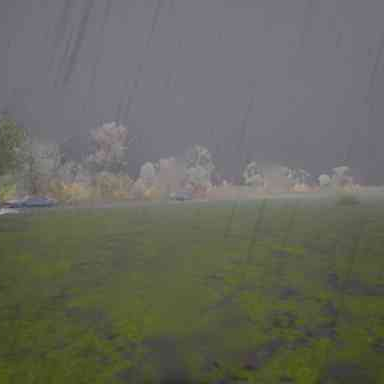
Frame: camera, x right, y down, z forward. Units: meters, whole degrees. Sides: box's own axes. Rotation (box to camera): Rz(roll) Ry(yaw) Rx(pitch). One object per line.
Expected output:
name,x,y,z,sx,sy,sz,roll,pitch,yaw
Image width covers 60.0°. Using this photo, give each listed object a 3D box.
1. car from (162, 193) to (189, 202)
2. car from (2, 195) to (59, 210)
car,-2.659,0.841,54.756,2.033,1.411,5.357,1,1,37
car,-16.945,1.051,35.231,2.033,1.411,5.357,1,1,36
